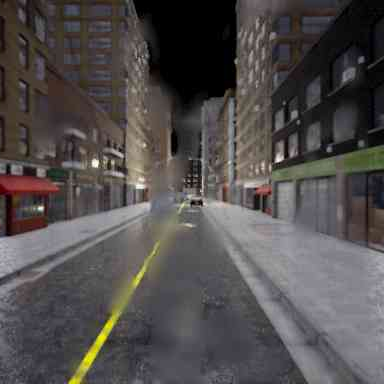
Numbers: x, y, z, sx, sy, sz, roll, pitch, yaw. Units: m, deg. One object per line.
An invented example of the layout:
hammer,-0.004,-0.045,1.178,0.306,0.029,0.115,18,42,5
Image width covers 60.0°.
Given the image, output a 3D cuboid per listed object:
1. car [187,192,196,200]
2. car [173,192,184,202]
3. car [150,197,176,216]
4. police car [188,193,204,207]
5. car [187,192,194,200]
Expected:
car,-0.216,0.968,83.887,2.150,2.045,5.566,0,0,0
car,-2.940,1.036,73.739,2.150,2.045,5.566,0,0,0
car,-2.926,1.459,32.421,1.882,1.535,5.008,0,0,0
police car,0.698,1.381,49.497,1.930,1.638,5.238,0,0,0
car,0.672,1.289,59.357,2.097,1.767,4.553,0,0,0
